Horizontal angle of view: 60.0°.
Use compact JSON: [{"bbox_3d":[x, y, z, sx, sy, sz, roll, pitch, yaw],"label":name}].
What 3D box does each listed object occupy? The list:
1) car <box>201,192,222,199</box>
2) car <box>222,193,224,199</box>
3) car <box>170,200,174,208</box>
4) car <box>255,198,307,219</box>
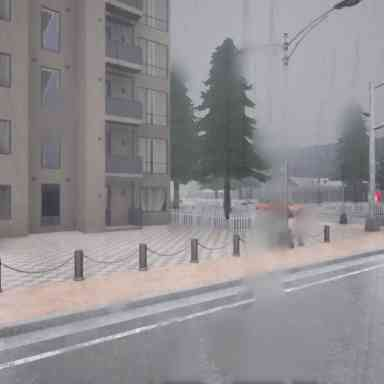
[{"bbox_3d":[5.363,1.112,92.687,1.932,1.855,4.605,0,0,-37],"label":"car"},{"bbox_3d":[7.449,1.092,94.752,1.905,1.878,3.866,0,0,-37],"label":"car"},{"bbox_3d":[-3.676,1.579,44.944,1.994,1.385,4.181,0,0,-37],"label":"car"},{"bbox_3d":[7.878,1.367,29.619,2.097,1.767,4.553,0,0,-37],"label":"car"}]
